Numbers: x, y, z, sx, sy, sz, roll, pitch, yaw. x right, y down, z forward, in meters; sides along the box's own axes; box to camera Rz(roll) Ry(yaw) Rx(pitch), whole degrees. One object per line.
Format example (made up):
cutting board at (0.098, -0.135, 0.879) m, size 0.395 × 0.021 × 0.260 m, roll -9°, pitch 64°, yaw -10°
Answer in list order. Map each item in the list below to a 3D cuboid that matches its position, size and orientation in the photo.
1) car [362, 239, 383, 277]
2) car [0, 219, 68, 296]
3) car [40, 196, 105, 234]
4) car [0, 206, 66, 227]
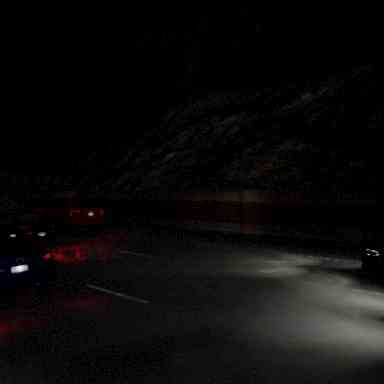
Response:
car at (6.791, 1.494, 7.826) m, size 5.008 × 1.535 × 1.882 m, roll 0°, pitch 0°, yaw 35°
car at (-5.170, 1.584, 8.236) m, size 4.181 × 1.385 × 1.994 m, roll 0°, pitch 0°, yaw 39°
car at (-7.294, 1.267, 19.427) m, size 5.566 × 2.045 × 2.150 m, roll 0°, pitch 0°, yaw 43°
car at (-7.853, 1.562, 15.209) m, size 4.674 × 1.442 × 1.812 m, roll 0°, pitch 0°, yaw 42°
